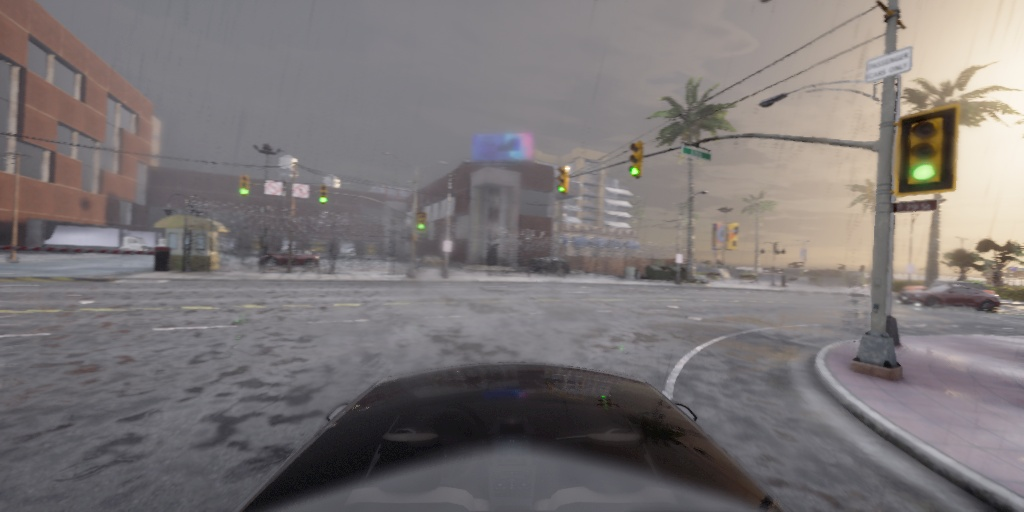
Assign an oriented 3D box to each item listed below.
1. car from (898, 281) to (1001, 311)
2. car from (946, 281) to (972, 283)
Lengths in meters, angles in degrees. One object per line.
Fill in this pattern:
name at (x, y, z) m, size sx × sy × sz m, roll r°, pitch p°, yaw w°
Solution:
car at (27.756, 2.585, 22.822) m, size 4.674 × 1.442 × 1.812 m, roll 3°, pitch 0°, yaw 9°
car at (31.091, 2.569, 25.709) m, size 4.553 × 1.767 × 2.097 m, roll 3°, pitch 0°, yaw 13°
